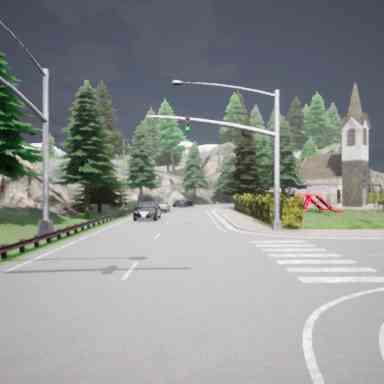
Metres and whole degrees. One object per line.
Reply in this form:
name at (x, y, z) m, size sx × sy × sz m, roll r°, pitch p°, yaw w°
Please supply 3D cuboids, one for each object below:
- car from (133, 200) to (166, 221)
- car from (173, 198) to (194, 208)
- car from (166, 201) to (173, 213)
car at (-3.612, 1.502, 27.361) m, size 2.128 × 1.511 × 4.902 m, roll 0°, pitch 0°, yaw 0°
car at (-1.257, 1.582, 48.738) m, size 1.994 × 1.385 × 4.181 m, roll 0°, pitch 0°, yaw 24°
car at (-3.571, 1.615, 37.363) m, size 1.895 × 1.301 × 4.718 m, roll 0°, pitch 0°, yaw 2°
